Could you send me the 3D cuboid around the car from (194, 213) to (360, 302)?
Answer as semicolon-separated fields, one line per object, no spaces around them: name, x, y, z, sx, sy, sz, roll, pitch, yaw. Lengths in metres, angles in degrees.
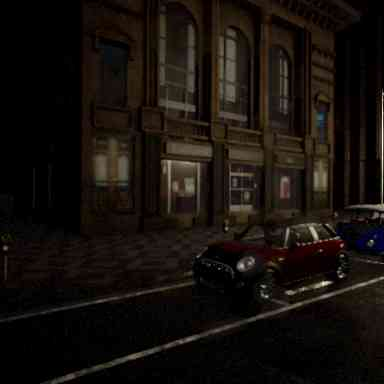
car;2.017;1.430;8.191;4.097;1.590;1.967;0;1;-35

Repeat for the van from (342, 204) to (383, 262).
van;6.597;1.322;11.455;3.998;1.788;1.690;0;1;-35
